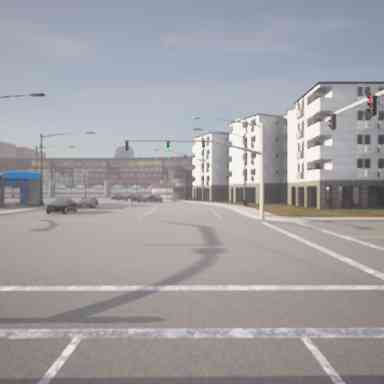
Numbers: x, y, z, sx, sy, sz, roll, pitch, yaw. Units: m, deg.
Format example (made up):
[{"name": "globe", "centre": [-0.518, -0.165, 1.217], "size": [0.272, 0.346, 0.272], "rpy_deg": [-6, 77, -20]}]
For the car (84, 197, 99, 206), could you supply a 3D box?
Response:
[{"name": "car", "centre": [-16.473, 1.486, 54.462], "size": [1.895, 1.301, 4.718], "rpy_deg": [0, 0, -23]}]

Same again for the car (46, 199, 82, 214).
[{"name": "car", "centre": [-13.512, 1.443, 34.806], "size": [1.882, 1.535, 5.008], "rpy_deg": [0, 0, 0]}]

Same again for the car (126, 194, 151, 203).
[{"name": "car", "centre": [-10.702, 1.324, 66.591], "size": [2.128, 1.511, 4.902], "rpy_deg": [0, 0, -32]}]

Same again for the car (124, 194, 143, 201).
[{"name": "car", "centre": [-13.284, 1.144, 75.735], "size": [1.837, 1.490, 4.892], "rpy_deg": [0, 0, -45]}]

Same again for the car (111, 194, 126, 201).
[{"name": "car", "centre": [-16.194, 1.219, 73.719], "size": [1.812, 1.442, 4.674], "rpy_deg": [0, 0, -45]}]

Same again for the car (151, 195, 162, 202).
[{"name": "car", "centre": [-7.822, 1.327, 68.587], "size": [1.837, 1.490, 4.892], "rpy_deg": [0, 0, -32]}]

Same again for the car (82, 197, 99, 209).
[{"name": "car", "centre": [-13.911, 1.452, 44.173], "size": [1.812, 1.442, 4.674], "rpy_deg": [0, 0, -8]}]
